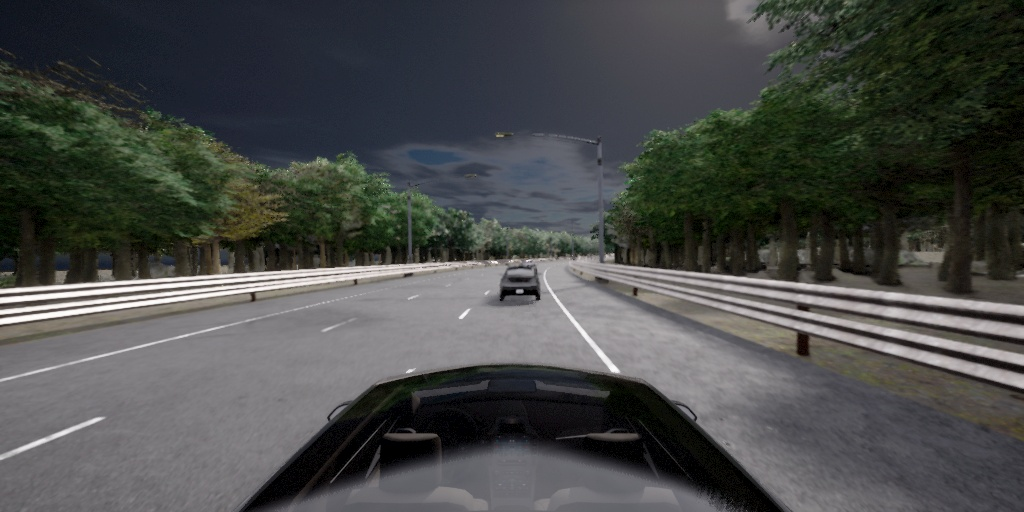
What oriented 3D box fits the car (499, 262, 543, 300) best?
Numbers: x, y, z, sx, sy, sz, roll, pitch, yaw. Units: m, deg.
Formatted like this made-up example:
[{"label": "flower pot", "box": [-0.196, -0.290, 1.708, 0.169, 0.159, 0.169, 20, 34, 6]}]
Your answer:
[{"label": "car", "box": [0.418, 1.227, 17.470, 1.837, 1.490, 4.892, -1, 0, 2]}]
